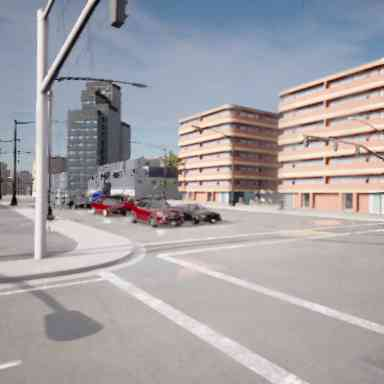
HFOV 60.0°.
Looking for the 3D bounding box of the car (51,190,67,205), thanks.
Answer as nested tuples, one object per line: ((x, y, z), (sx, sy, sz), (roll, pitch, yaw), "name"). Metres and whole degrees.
((-18.606, 0.754, 46.396), (2.150, 2.045, 5.566), (1, 1, -33), "car")

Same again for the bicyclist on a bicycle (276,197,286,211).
((10.489, 1.426, 39.169), (1.656, 1.620, 0.582), (0, 1, -34), "bicyclist on a bicycle")

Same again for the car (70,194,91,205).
((-16.780, 1.041, 49.941), (1.837, 1.490, 4.892), (1, 1, -34), "car")

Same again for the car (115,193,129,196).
((-11.390, 1.102, 54.644), (1.837, 1.490, 4.892), (1, 1, -34), "car")

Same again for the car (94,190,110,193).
((-17.040, 0.667, 62.820), (2.150, 2.045, 5.566), (1, 0, -34), "car")

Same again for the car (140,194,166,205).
((-6.351, 1.189, 53.551), (2.128, 1.511, 4.902), (1, 0, -34), "car")

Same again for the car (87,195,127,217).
((-7.532, 1.350, 30.099), (1.882, 1.535, 5.008), (1, 0, -34), "car")

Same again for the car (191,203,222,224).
((-0.008, 1.569, 25.293), (2.033, 1.411, 5.357), (1, 0, -35), "car")

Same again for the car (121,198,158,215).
((-5.351, 1.414, 33.117), (1.812, 1.442, 4.674), (1, 1, -34), "car")

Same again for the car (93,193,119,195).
((-10.992, 1.241, 41.398), (1.812, 1.442, 4.674), (1, 1, -34), "car")

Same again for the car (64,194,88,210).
((-12.651, 1.281, 37.612), (1.994, 1.385, 4.181), (1, 1, -34), "car")

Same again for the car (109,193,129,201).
((-14.369, 0.969, 65.136), (2.128, 1.511, 4.902), (1, 0, -34), "car")

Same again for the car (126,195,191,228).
((-2.390, 1.350, 22.588), (2.097, 1.767, 4.553), (1, 0, -34), "car")
